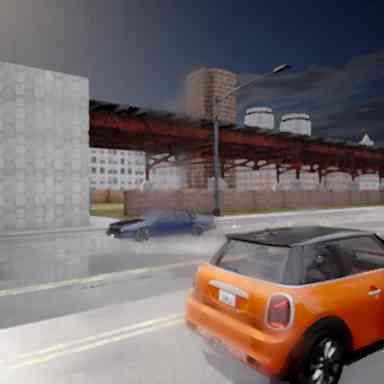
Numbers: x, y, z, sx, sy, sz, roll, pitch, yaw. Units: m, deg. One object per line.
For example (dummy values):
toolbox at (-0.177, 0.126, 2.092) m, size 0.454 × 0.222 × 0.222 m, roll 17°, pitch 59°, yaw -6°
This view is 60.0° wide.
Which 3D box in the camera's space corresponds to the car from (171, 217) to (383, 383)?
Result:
car at (2.203, 1.324, 5.320) m, size 4.553 × 1.767 × 2.097 m, roll 0°, pitch 0°, yaw -34°

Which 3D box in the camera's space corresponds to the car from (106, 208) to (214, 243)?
car at (-1.283, 1.499, 15.966) m, size 5.357 × 1.411 × 2.033 m, roll 0°, pitch 0°, yaw -35°
